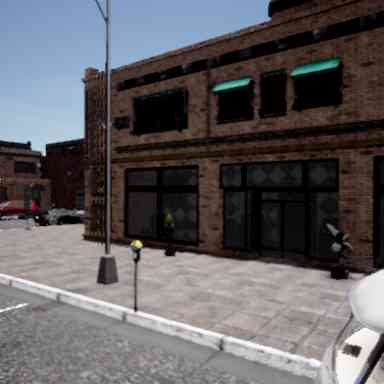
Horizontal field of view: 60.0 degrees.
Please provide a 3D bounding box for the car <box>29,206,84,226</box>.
[{"bbox_3d":[-10.747,2.030,27.371,1.947,1.339,4.313,0,-1,36],"label":"car"}]

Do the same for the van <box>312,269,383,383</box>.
[{"bbox_3d":[2.425,1.328,1.128,3.998,1.788,1.690,-1,1,35],"label":"van"}]

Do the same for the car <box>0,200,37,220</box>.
[{"bbox_3d":[-17.511,1.727,32.319,2.192,1.841,5.009,0,-1,36],"label":"car"}]
